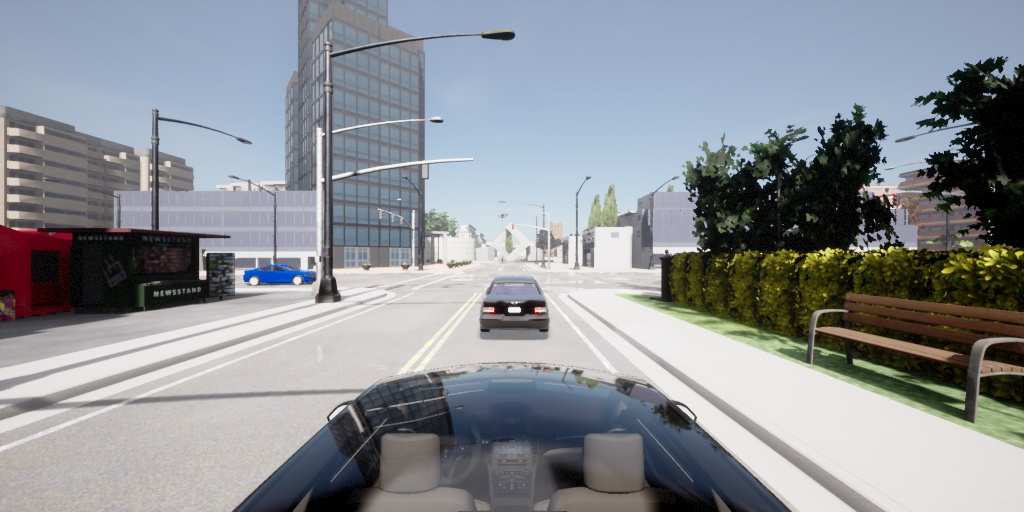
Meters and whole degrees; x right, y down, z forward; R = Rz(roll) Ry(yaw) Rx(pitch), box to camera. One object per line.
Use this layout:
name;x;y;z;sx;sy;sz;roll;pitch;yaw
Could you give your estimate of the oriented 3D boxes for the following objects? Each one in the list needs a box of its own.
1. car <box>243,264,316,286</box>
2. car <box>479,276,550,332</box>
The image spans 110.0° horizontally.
car;-16.778;1.336;26.238;5.008;1.535;1.882;-1;0;0
car;0.069;1.297;10.829;2.033;1.411;5.357;0;0;0
